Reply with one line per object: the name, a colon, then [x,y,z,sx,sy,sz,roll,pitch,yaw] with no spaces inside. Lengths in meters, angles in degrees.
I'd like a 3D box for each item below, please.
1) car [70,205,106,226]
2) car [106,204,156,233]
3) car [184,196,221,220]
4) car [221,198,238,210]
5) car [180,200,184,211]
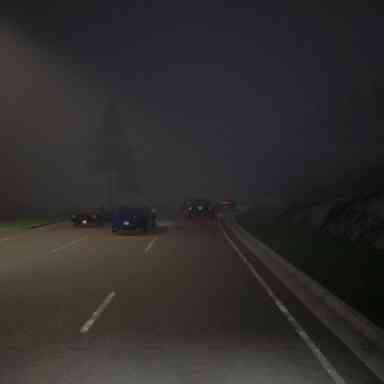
car: [-6.667,1.585,23.203,1.895,1.301,4.718,0,0,3]
car: [-3.307,1.464,19.598,1.882,1.535,5.008,0,0,2]
car: [1.026,1.333,28.443,2.097,1.767,4.553,0,0,10]
car: [4.566,1.463,41.593,2.128,1.511,4.902,0,0,16]
car: [0.215,1.324,39.048,2.097,1.767,4.553,0,0,16]
